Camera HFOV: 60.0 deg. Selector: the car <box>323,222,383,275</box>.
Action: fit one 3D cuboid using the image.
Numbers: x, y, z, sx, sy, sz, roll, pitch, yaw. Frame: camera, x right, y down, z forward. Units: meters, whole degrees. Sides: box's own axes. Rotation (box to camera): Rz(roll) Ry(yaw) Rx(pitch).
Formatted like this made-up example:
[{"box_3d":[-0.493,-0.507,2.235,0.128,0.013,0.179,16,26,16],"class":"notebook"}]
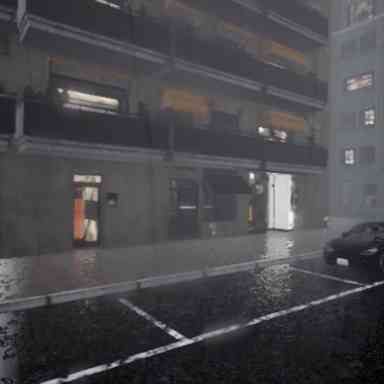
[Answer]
[{"box_3d":[6.167,1.684,10.956,4.313,1.339,1.947,1,0,-36],"class":"car"}]
